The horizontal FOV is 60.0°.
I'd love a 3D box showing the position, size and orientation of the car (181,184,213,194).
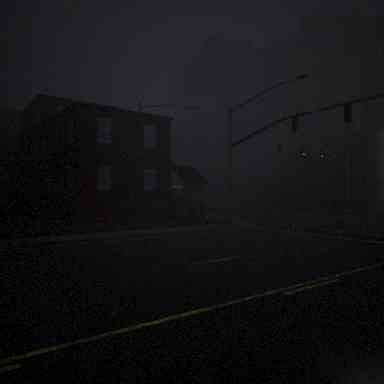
[{"bbox_3d":[0.669,-0.601,46.321,2.033,1.411,5.357,0,11,-35],"label":"car"}]
